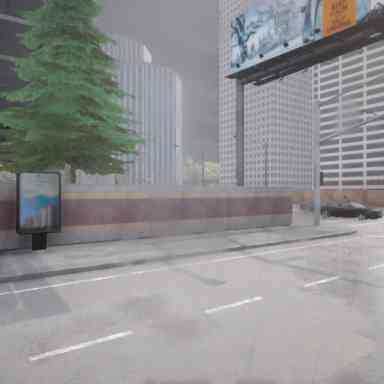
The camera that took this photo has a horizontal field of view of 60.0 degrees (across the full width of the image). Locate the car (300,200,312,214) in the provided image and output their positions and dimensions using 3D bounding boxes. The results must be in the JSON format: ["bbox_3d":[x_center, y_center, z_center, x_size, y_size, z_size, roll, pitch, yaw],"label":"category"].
[{"bbox_3d":[13.054,1.492,32.881,2.128,1.511,4.902,0,0,-35],"label":"car"}]

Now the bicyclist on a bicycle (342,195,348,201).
[{"bbox_3d":[21.291,1.301,46.319,1.656,1.620,0.582,0,0,-35],"label":"bicyclist on a bicycle"}]

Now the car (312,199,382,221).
[{"bbox_3d":[12.788,1.478,27.195,1.882,1.535,5.008,0,0,-35],"label":"car"}]
